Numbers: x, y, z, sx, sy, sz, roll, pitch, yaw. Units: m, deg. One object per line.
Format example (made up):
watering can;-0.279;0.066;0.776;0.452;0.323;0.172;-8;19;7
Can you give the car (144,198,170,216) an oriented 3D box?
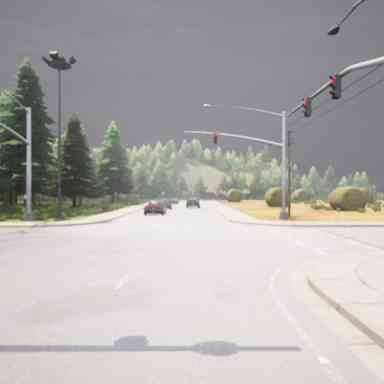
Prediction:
car;-3.563;1.555;32.673;1.895;1.301;4.718;0;0;0

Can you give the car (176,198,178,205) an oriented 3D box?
car;-3.505;1.518;58.761;1.895;1.301;4.718;0;0;1

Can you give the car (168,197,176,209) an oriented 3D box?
car;-3.549;1.486;43.348;2.033;1.411;5.357;0;0;0

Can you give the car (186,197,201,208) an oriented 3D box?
car;0.143;1.458;47.867;1.812;1.442;4.674;0;0;0
